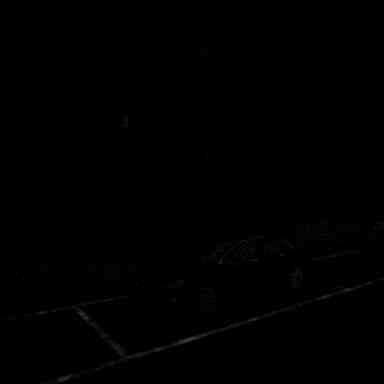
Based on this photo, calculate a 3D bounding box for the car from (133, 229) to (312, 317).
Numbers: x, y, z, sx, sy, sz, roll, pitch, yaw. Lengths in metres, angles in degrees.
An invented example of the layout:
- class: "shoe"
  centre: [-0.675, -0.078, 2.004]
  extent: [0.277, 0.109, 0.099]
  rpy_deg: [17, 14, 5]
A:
- class: "car"
  centre: [0.850, 1.555, 7.374]
  extent: [4.403, 1.369, 2.008]
  rpy_deg: [0, 0, -36]
